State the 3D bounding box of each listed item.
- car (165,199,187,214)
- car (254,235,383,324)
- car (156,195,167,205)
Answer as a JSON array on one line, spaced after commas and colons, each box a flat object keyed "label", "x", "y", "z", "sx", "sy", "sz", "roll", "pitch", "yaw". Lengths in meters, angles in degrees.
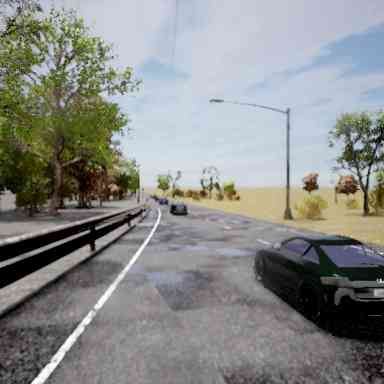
[{"label": "car", "x": -1.694, "y": 1.831, "z": 40.283, "sx": 2.128, "sy": 1.511, "sz": 4.902, "roll": 0, "pitch": 0, "yaw": -8}, {"label": "car", "x": 2.875, "y": 1.647, "z": 7.461, "sx": 1.994, "sy": 1.385, "sz": 4.181, "roll": 0, "pitch": -1, "yaw": -8}, {"label": "car", "x": -6.234, "y": 1.926, "z": 72.944, "sx": 2.097, "sy": 1.767, "sz": 4.553, "roll": 0, "pitch": 0, "yaw": -8}]
